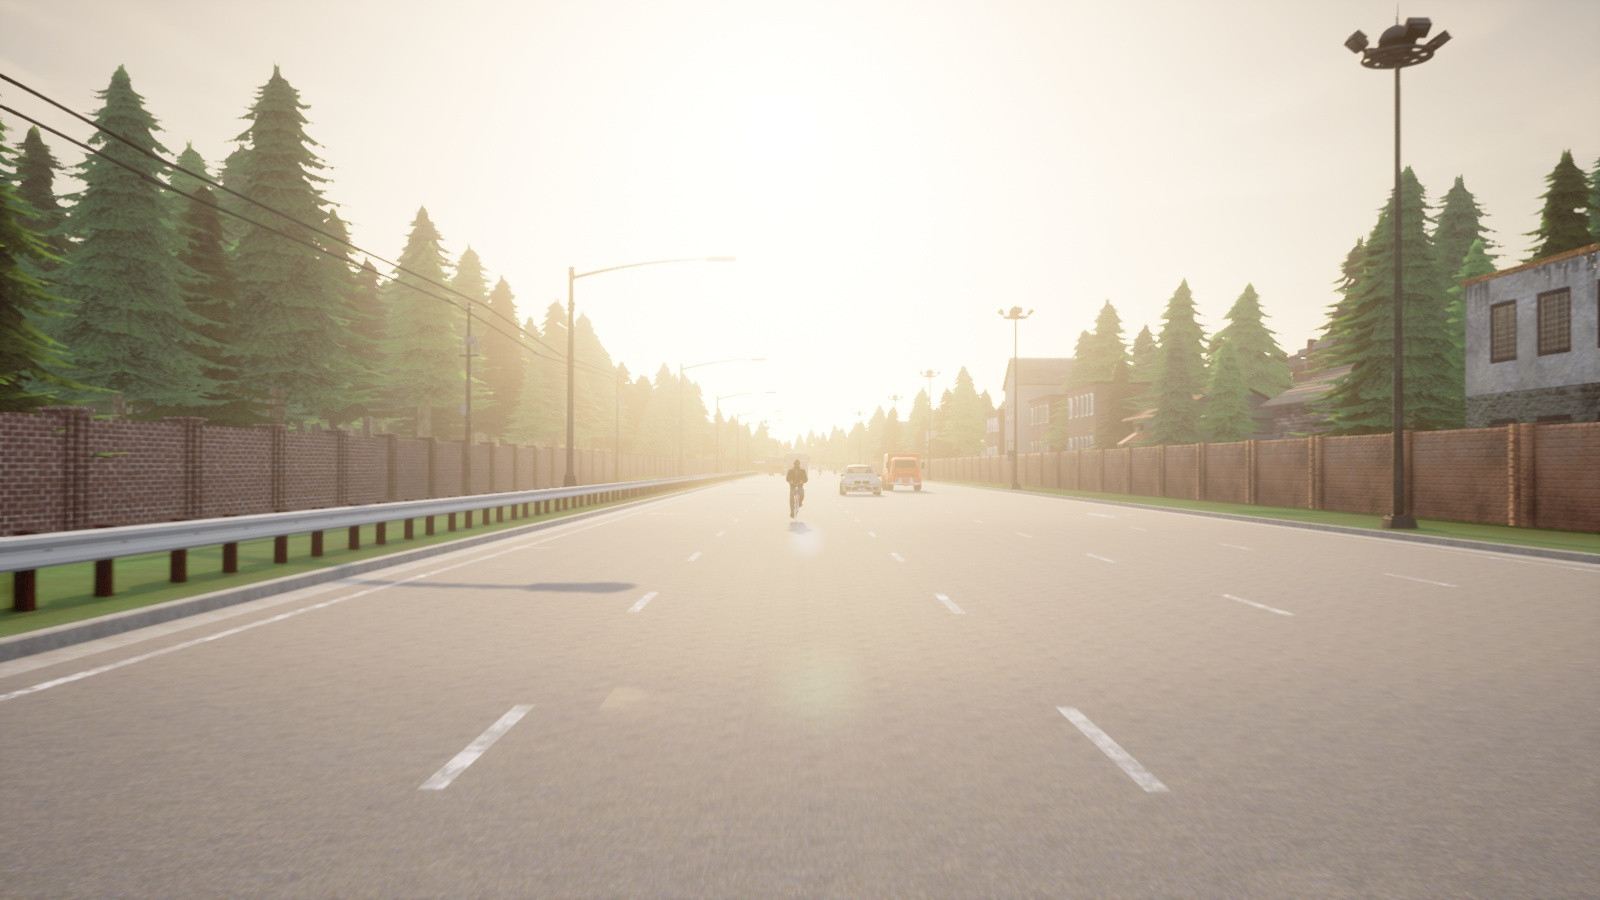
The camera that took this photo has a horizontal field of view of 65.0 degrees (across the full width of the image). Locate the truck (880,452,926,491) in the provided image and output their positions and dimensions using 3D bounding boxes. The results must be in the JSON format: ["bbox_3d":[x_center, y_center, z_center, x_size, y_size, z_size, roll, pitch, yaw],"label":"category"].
[{"bbox_3d":[6.800,1.404,83.350,2.627,2.467,5.204,0,-1,0],"label":"truck"}]

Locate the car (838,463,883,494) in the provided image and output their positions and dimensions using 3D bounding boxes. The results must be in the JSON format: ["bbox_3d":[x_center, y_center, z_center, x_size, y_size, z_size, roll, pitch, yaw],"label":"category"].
[{"bbox_3d":[3.334,1.569,69.861,2.242,1.667,4.611,0,-1,0],"label":"car"}]
